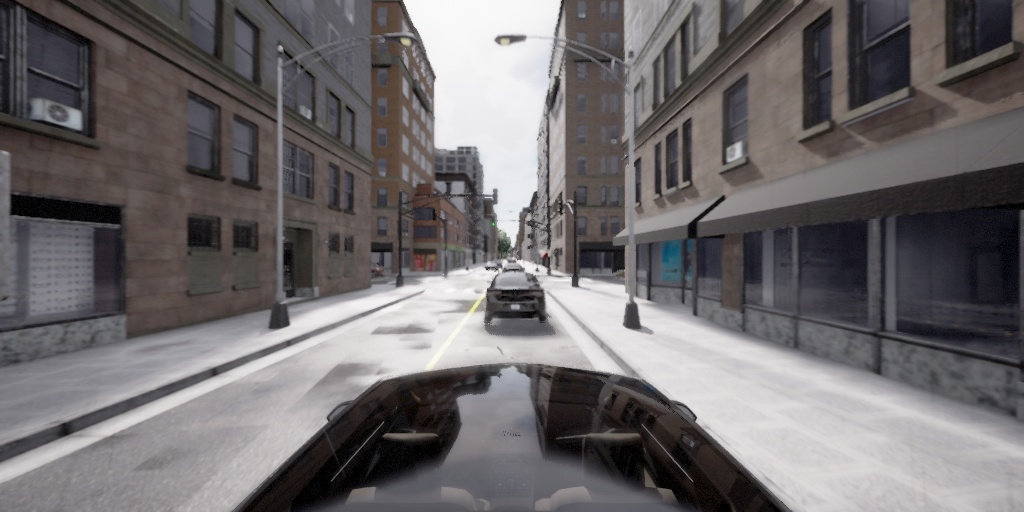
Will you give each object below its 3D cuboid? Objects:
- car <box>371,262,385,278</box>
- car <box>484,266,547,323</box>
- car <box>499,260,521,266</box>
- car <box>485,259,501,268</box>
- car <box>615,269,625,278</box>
[{"bbox_3d":[-14.594,1.313,34.736,4.097,1.591,1.967,0,0,1],"label":"car"},{"bbox_3d":[0.104,1.274,12.452,1.882,1.535,5.008,0,0,0],"label":"car"},{"bbox_3d":[0.107,1.376,30.906,1.837,1.490,4.892,0,0,0],"label":"car"},{"bbox_3d":[-3.066,1.505,54.442,2.033,1.411,5.357,0,0,0],"label":"car"},{"bbox_3d":[12.430,1.402,34.449,4.829,1.417,1.751,0,0,1],"label":"car"}]
